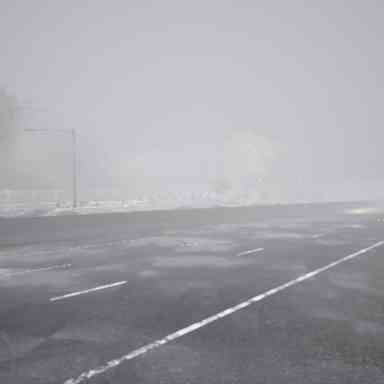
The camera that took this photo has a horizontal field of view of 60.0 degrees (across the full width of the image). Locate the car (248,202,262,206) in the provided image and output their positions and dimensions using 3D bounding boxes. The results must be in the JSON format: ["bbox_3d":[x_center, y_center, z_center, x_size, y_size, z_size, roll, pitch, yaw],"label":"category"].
[{"bbox_3d":[11.273,2.487,57.752,2.128,1.511,4.902,-2,-2,42],"label":"car"}]

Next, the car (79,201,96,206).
[{"bbox_3d":[-16.314,2.094,51.042,2.128,1.511,4.902,-2,-1,18],"label":"car"}]

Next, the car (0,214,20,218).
[{"bbox_3d":[-14.207,2.203,29.189,1.895,1.301,4.718,6,4,41],"label":"car"}]

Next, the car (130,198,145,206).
[{"bbox_3d":[-11.076,1.909,65.676,1.882,1.535,5.008,-2,1,21],"label":"car"}]

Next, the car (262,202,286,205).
[{"bbox_3d":[14.444,2.403,56.068,2.128,1.511,4.902,-2,-2,42],"label":"car"}]

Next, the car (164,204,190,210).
[{"bbox_3d":[-1.673,2.375,43.348,2.128,1.511,4.902,-2,-2,42],"label":"car"}]

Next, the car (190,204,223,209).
[{"bbox_3d":[2.445,2.284,42.694,1.882,1.535,5.008,-2,-2,42],"label":"car"}]

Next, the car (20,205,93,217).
[{"bbox_3d":[-11.041,2.177,27.627,1.882,1.535,5.008,-2,-2,42],"label":"car"}]
